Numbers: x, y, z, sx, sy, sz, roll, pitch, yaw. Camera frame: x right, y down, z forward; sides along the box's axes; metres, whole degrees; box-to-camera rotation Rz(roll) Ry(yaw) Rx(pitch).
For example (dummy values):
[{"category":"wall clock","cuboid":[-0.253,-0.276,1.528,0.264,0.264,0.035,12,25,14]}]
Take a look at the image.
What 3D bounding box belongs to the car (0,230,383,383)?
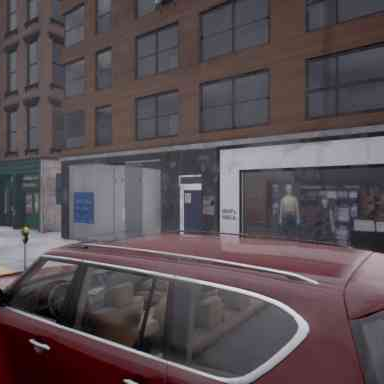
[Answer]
[{"category":"car","cuboid":[-0.490,1.315,3.164,5.009,1.841,2.192,0,0,36]}]
